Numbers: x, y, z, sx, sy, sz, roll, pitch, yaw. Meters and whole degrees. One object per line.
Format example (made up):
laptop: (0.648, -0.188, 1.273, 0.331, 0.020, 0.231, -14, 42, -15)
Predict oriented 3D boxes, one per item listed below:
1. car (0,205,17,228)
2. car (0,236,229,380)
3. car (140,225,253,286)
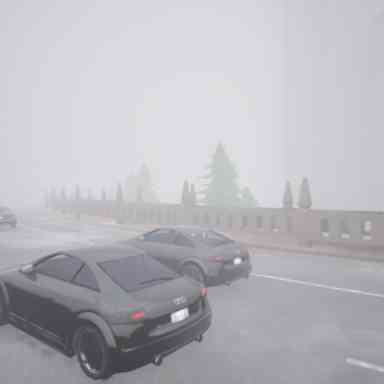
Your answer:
car: (-12.849, 1.579, 21.739, 2.033, 1.411, 5.357, 0, 0, -38)
car: (-1.724, 1.580, 5.595, 4.181, 1.385, 1.994, 0, 0, 39)
car: (-0.486, 1.593, 9.072, 4.181, 1.385, 1.994, 0, 0, 39)
